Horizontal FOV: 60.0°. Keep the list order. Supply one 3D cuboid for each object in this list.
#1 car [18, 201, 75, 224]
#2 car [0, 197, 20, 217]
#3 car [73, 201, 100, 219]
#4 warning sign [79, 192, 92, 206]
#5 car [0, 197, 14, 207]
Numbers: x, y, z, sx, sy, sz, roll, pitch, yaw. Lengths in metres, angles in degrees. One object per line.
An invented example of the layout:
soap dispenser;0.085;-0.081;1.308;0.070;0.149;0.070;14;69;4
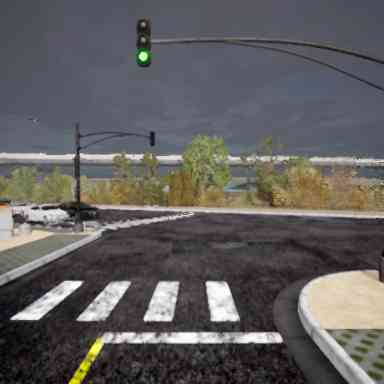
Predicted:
car;-11.869;1.726;27.023;4.674;1.442;1.812;0;2;38
car;-19.187;1.611;32.338;4.553;1.767;2.097;0;2;36
car;-10.384;1.569;29.963;5.008;1.535;1.882;0;2;36
warning sign;-14.244;0.955;44.455;1.060;1.860;1.300;2;1;36
car;-30.522;1.554;52.744;4.902;1.511;2.128;-1;2;36
